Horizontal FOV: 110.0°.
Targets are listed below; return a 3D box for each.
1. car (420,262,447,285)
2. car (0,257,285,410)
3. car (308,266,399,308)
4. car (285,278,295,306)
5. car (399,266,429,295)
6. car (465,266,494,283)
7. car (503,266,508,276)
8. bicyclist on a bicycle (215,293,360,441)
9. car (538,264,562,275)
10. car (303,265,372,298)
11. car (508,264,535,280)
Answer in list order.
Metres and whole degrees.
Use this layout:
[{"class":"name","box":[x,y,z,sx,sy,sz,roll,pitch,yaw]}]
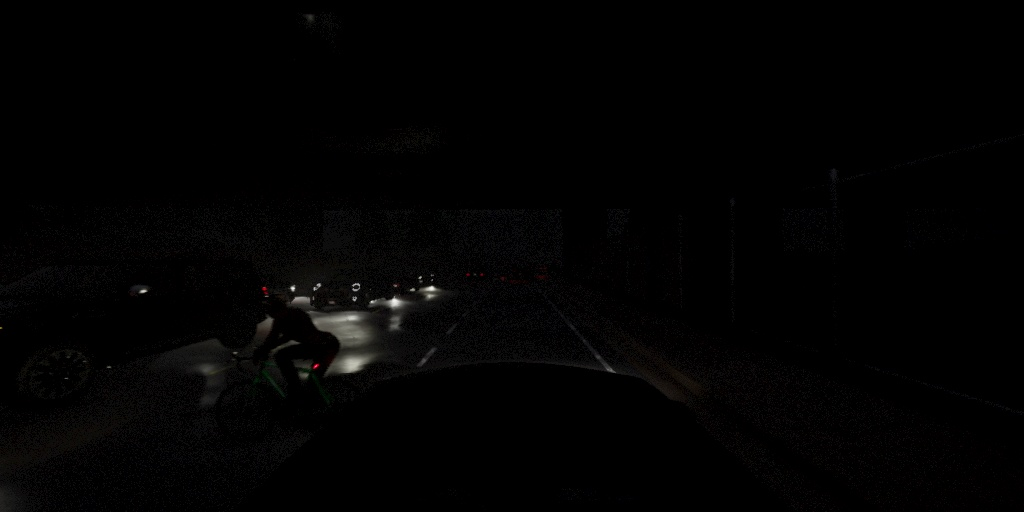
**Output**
[{"class":"car","box":[-6.825,1.415,29.483,2.097,1.767,4.553,0,-1,2]},{"class":"car","box":[-7.086,1.025,6.569,2.150,2.045,5.566,0,-1,0]},{"class":"car","box":[-7.031,1.265,16.276,2.097,1.767,4.553,0,-1,0]},{"class":"car","box":[-10.548,1.392,13.940,1.837,1.490,4.892,0,-1,0]},{"class":"car","box":[-6.929,1.525,21.942,2.033,1.411,5.357,0,-1,0]},{"class":"car","box":[-2.910,1.652,32.960,2.033,1.411,5.357,0,-1,6]},{"class":"car","box":[0.369,1.782,46.360,1.812,1.442,4.674,0,-1,21]},{"class":"bicyclist on a bicycle","box":[-2.433,1.227,3.927,1.656,1.620,0.582,-1,-1,0]},{"class":"car","box":[5.108,1.781,47.872,1.837,1.490,4.892,0,-1,29]},{"class":"car","box":[-10.429,1.445,21.931,1.837,1.490,4.892,0,2,0]},{"class":"car","box":[1.198,1.627,36.862,1.882,1.535,5.008,0,-1,10]}]
